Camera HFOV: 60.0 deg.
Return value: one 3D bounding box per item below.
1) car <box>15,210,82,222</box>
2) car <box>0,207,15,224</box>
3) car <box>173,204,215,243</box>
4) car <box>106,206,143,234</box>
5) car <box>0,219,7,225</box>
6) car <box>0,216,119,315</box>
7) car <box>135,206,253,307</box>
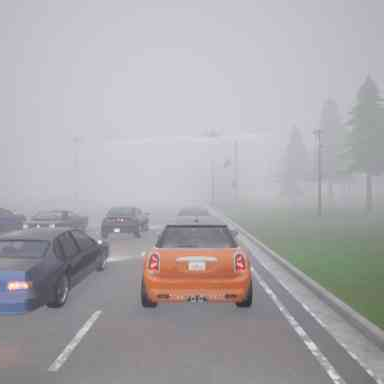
[{"bbox_3d":[-6.920,1.593,17.317,1.895,1.301,4.718,0,0,0],"label":"car"},{"bbox_3d":[-10.421,1.470,17.113,1.882,1.535,5.008,0,0,0],"label":"car"},{"bbox_3d":[0.080,1.470,17.126,1.882,1.535,5.008,0,0,0],"label":"car"},{"bbox_3d":[-3.422,1.497,17.569,1.837,1.490,4.892,0,0,0],"label":"car"},{"bbox_3d":[-6.919,1.597,8.213,1.895,1.301,4.718,0,0,0],"label":"car"},{"bbox_3d":[-3.408,1.544,7.824,2.033,1.411,5.357,0,0,0],"label":"car"},{"bbox_3d":[0.091,1.348,8.099,2.097,1.767,4.553,0,0,0],"label":"car"}]
